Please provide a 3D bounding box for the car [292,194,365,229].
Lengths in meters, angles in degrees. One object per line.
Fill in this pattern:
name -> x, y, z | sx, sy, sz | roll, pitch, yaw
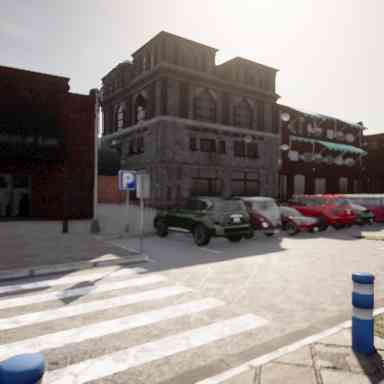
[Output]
car -> 7.094, 1.206, 20.525 | 2.435, 2.045, 5.566 | 0, 0, -35

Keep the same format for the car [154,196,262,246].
car -> 0.287, 1.227, 15.712 | 2.435, 2.045, 5.566 | 0, 0, -35

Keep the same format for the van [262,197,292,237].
van -> 2.639, 1.247, 17.196 | 1.878, 1.987, 4.442 | 0, 0, -35

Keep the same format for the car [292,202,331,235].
car -> 4.961, 1.496, 18.948 | 2.163, 1.488, 4.792 | 0, 0, -35

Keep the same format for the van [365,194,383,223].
van -> 11.678, 1.209, 23.884 | 1.878, 1.987, 4.442 | 0, 0, -35

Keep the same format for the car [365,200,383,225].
car -> 9.482, 1.448, 22.173 | 2.231, 1.521, 4.892 | -1, 0, -35
